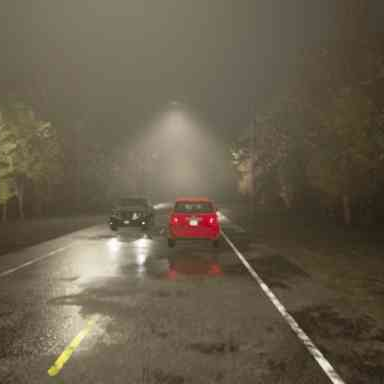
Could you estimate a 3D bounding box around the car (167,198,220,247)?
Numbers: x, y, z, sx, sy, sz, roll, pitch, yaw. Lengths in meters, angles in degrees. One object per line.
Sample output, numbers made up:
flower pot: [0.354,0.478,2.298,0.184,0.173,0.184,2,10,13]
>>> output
car: [0.077,1.293,15.440,2.150,2.045,5.566,0,0,0]

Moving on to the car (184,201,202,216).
car: [0.054,1.688,35.199,1.812,1.442,4.674,0,0,0]

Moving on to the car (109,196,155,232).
car: [-3.626,1.319,21.211,2.150,2.045,5.566,0,0,0]
